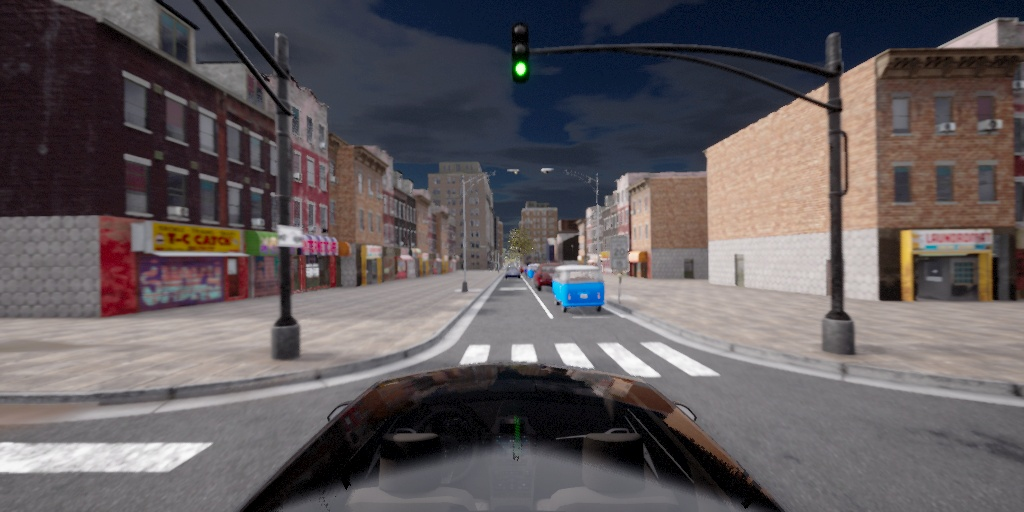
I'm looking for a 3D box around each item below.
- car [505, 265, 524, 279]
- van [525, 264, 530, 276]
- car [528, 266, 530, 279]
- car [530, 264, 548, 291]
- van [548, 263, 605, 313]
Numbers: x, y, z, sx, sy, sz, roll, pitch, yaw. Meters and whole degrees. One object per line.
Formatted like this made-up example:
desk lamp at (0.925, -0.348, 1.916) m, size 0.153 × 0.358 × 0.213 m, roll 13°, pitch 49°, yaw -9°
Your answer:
car at (0.115, 2.178, 45.957) m, size 1.994 × 1.385 × 4.181 m, roll -1°, pitch -1°, yaw 0°
van at (2.698, 1.812, 41.349) m, size 1.690 × 1.789 × 3.998 m, roll 0°, pitch 0°, yaw 0°
car at (2.681, 1.797, 30.770) m, size 2.007 × 1.370 × 4.403 m, roll 0°, pitch 0°, yaw 0°
car at (2.672, 1.452, 25.483) m, size 2.192 × 1.841 × 5.009 m, roll 0°, pitch 0°, yaw 0°
van at (2.654, 1.276, 14.904) m, size 1.690 × 1.789 × 3.998 m, roll 0°, pitch 0°, yaw 0°
